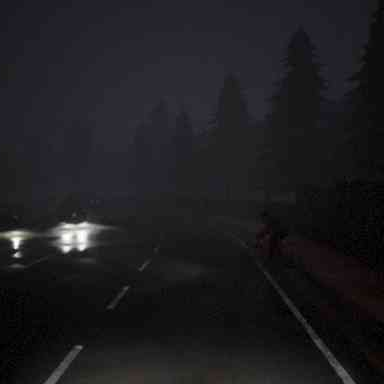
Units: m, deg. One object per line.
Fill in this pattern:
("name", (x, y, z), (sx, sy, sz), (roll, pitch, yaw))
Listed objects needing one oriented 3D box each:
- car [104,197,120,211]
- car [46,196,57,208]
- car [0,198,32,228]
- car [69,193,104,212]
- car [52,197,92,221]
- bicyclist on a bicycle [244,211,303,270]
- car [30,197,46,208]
("car", (-10.182, 1.351, 38.603), (2.128, 1.511, 4.902), (0, 0, -42))
("car", (-19.629, 1.334, 45.665), (4.892, 1.490, 1.837), (0, 0, 29))
("car", (-11.734, 1.398, 21.196), (1.882, 1.535, 5.008), (0, 0, -20))
("car", (-11.935, 1.087, 35.571), (2.150, 2.045, 5.566), (0, 0, -42))
("car", (-9.491, 1.398, 26.107), (2.128, 1.511, 4.902), (0, 0, -25))
("bicyclist on a bicycle", (2.260, 1.356, 9.325), (1.656, 1.620, 0.582), (-3, 0, 2))
("car", (-21.395, 1.403, 42.889), (4.181, 1.385, 1.994), (0, 0, 26))
